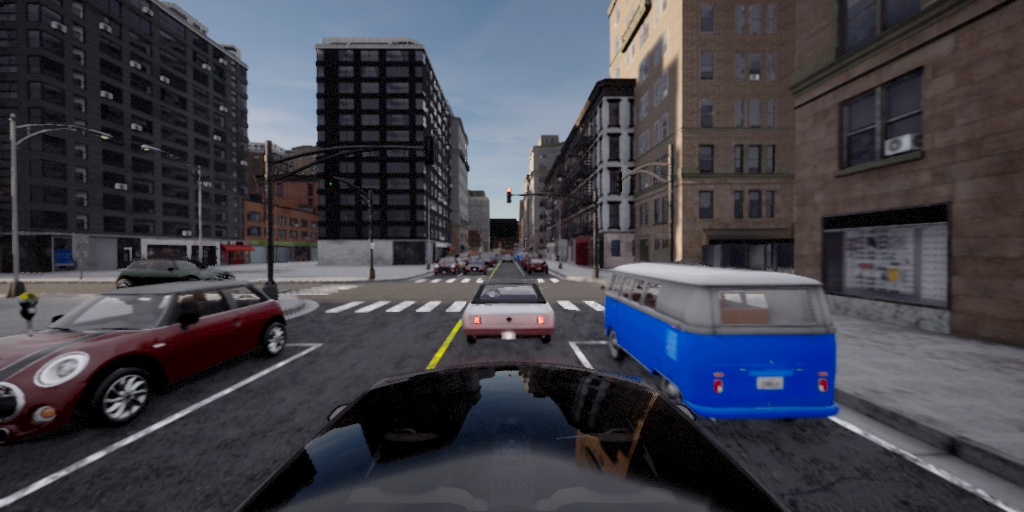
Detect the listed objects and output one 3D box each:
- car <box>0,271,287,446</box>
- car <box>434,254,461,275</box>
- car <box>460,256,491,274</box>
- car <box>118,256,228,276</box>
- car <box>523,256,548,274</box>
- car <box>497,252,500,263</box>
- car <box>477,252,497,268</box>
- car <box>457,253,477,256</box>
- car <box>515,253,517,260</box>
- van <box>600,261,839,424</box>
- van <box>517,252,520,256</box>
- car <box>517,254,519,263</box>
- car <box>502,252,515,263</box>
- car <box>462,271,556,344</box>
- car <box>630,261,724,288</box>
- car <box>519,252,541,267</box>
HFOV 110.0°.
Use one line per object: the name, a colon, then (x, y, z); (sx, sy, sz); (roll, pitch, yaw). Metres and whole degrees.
car: (-5.419, 1.167, 5.404); (1.967, 1.591, 4.097); (0, 0, -1)
car: (-5.758, 0.820, 32.280); (1.967, 1.591, 4.097); (0, 0, -1)
car: (-3.226, 0.930, 32.476); (1.994, 1.385, 4.181); (0, 1, -1)
car: (-16.179, 0.895, 17.486); (4.553, 1.767, 2.097); (0, 1, -1)
car: (2.267, 0.886, 32.380); (1.888, 1.381, 4.507); (0, 0, -1)
car: (-3.512, 0.353, 60.356); (2.097, 1.767, 4.553); (0, 1, 0)
car: (-3.350, 0.569, 44.041); (2.097, 1.767, 4.553); (0, 1, 0)
car: (-5.894, 0.555, 43.097); (2.192, 1.841, 5.009); (0, 0, -1)
car: (1.926, 0.554, 59.424); (1.948, 1.339, 4.313); (0, 0, -1)
van: (2.605, 1.029, 5.504); (1.690, 1.789, 3.998); (0, 0, -1)
van: (1.994, 0.400, 54.016); (1.690, 1.789, 3.998); (0, 0, -1)
car: (2.063, 0.675, 48.606); (1.888, 1.381, 4.507); (0, 0, -1)
car: (-0.754, 0.523, 62.549); (1.994, 1.385, 4.181); (0, 1, -1)
car: (-0.083, 1.253, 9.252); (1.895, 1.301, 4.718); (0, 1, -1)
car: (9.535, 1.040, 21.036); (4.674, 1.442, 1.812); (0, 1, 3)
car: (2.199, 0.586, 37.789); (2.192, 1.841, 5.009); (0, 0, -1)
